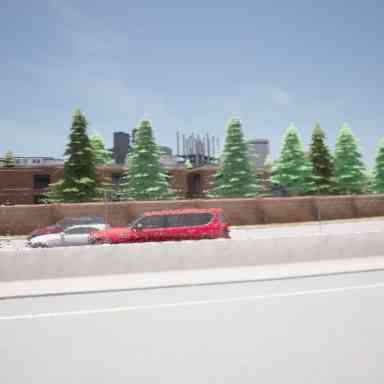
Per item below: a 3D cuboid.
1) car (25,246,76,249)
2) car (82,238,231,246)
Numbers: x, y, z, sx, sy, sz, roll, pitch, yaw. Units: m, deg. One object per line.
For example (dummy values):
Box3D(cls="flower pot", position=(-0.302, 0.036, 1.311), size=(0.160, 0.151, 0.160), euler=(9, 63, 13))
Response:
Box3D(cls="car", position=(-5.346, 2.245, 15.787), size=(4.674, 1.442, 1.812), euler=(-1, -2, -9))
Box3D(cls="car", position=(-1.241, 1.715, 12.909), size=(5.566, 2.045, 2.150), euler=(-1, -2, -11))
